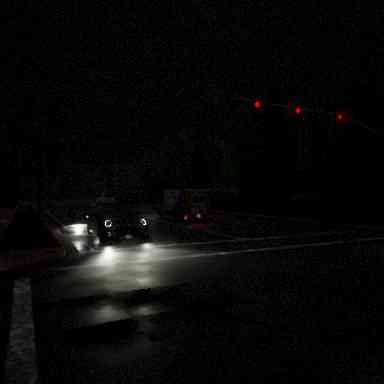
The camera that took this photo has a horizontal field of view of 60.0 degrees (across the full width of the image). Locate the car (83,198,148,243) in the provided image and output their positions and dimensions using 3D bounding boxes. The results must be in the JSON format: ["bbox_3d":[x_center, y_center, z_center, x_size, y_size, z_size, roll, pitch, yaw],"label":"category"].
[{"bbox_3d":[-3.744,1.352,16.328,2.097,1.767,4.553,0,0,-27],"label":"car"}]

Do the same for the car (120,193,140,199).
[{"bbox_3d":[-9.718,1.221,51.630,2.150,2.045,5.566,0,0,-26],"label":"car"}]

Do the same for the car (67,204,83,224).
[{"bbox_3d":[-8.237,1.564,25.200,1.994,1.385,4.181,0,0,-27],"label":"car"}]

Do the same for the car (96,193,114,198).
[{"bbox_3d":[-13.414,1.221,51.201,2.150,2.045,5.566,0,0,-27],"label":"car"}]

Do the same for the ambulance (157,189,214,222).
[{"bbox_3d":[-0.823,1.031,26.252,2.351,2.431,6.366,0,0,-27],"label":"ambulance"}]
